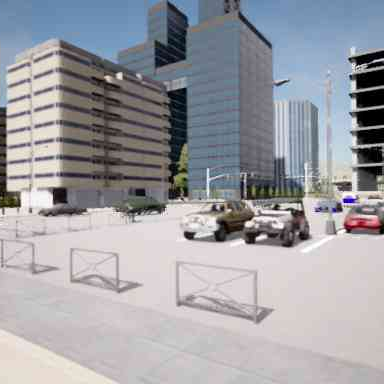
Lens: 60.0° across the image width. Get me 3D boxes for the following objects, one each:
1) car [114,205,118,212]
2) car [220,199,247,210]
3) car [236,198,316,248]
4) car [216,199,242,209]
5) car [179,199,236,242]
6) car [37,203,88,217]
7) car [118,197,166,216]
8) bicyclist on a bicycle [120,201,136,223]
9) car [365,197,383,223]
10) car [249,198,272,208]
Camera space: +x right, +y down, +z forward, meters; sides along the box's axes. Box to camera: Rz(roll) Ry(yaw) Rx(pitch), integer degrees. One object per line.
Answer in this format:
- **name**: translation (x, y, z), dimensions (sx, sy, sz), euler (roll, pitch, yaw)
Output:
- **car**: translation (-8.623, 1.976, 45.376), dimensions (1.994, 1.385, 4.181), euler (-1, -1, 35)
- **car**: translation (5.999, 1.789, 48.023), dimensions (1.837, 1.490, 4.892), euler (-1, 0, 34)
- **car**: translation (3.764, 1.221, 14.435), dimensions (1.905, 1.878, 3.866), euler (-1, 0, 34)
- **car**: translation (6.131, 1.876, 54.509), dimensions (2.033, 1.411, 5.357), euler (-1, -1, 34)
- **car**: translation (1.396, 1.254, 16.099), dimensions (1.932, 1.855, 4.605), euler (-1, 0, 34)
- **car**: translation (-14.257, 1.956, 37.008), dimensions (2.033, 1.411, 5.357), euler (-1, 0, 34)
- **car**: translation (-5.286, 1.543, 37.472), dimensions (2.150, 2.045, 5.566), euler (-1, 0, 34)
- **bicyclist on a bicycle**: translation (-4.837, 1.530, 25.054), dimensions (1.656, 1.620, 0.582), euler (-1, -1, 34)
- **car**: translation (15.782, 1.432, 27.397), dimensions (1.970, 1.475, 3.806), euler (-1, 0, 34)
- **car**: translation (11.746, 1.835, 56.601), dimensions (2.033, 1.411, 5.357), euler (-1, -1, 34)
